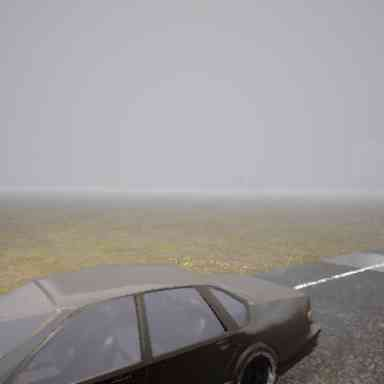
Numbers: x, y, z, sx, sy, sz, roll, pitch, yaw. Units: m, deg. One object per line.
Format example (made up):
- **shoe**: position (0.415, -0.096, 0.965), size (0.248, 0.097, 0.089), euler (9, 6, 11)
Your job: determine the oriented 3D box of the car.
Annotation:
- **car**: position (-0.932, 1.545, 3.328), size (5.357, 1.411, 2.033), euler (0, 0, -36)
